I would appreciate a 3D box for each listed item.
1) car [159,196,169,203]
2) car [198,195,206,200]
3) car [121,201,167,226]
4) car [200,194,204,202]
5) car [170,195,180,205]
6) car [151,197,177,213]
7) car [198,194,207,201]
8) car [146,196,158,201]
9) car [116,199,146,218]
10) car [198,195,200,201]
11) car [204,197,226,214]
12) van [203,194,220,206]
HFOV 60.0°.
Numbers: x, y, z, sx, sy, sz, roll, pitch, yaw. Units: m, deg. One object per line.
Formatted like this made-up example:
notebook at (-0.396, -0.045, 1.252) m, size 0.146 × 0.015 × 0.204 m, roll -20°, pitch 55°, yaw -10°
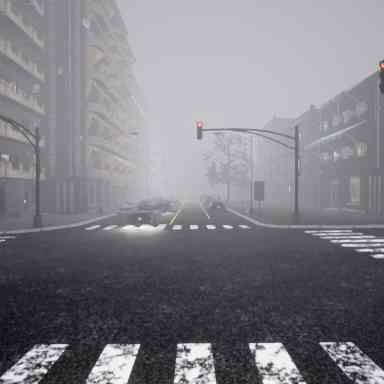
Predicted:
car at (-5.713, 1.551, 68.923) m, size 1.802 × 1.307 × 4.206 m, roll 0°, pitch 0°, yaw 0°
car at (2.661, 1.495, 91.052) m, size 1.887 × 1.381 × 4.507 m, roll 0°, pitch 0°, yaw 0°
car at (-3.259, 1.558, 23.465) m, size 1.994 × 1.385 × 4.181 m, roll 0°, pitch 0°, yaw 4°
car at (2.671, 1.420, 52.318) m, size 1.967 × 1.590 × 4.097 m, roll 0°, pitch 0°, yaw 0°
car at (-3.067, 1.524, 58.276) m, size 2.033 × 1.411 × 5.357 m, roll 0°, pitch 0°, yaw 0°
car at (-3.110, 1.550, 37.530) m, size 1.994 × 1.385 × 4.181 m, roll 0°, pitch 0°, yaw 0°
car at (2.661, 1.396, 85.518) m, size 1.967 × 1.590 × 4.097 m, roll 0°, pitch 0°, yaw 0°
car at (-5.705, 1.531, 41.255) m, size 1.887 × 1.381 × 4.507 m, roll 0°, pitch 0°, yaw 0°
car at (-5.703, 1.542, 30.188) m, size 2.008 × 1.369 × 4.403 m, roll 0°, pitch 0°, yaw 0°
car at (2.663, 1.280, 74.451) m, size 2.192 × 1.841 × 5.009 m, roll 0°, pitch 0°, yaw 0°
car at (2.677, 1.555, 35.717) m, size 1.947 × 1.339 × 4.313 m, roll 0°, pitch 0°, yaw 0°
van at (2.673, 1.327, 41.250) m, size 1.690 × 1.788 × 3.998 m, roll 0°, pitch 0°, yaw 0°
